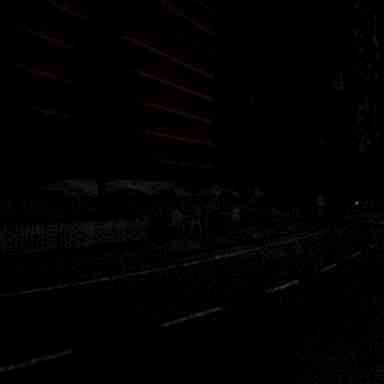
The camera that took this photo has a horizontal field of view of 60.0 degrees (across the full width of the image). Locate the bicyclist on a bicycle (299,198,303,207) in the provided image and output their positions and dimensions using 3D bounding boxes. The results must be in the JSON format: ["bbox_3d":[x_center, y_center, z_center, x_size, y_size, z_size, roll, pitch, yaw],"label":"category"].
[{"bbox_3d":[20.025,1.910,60.863,0.582,1.620,1.656,0,0,40],"label":"bicyclist on a bicycle"}]
